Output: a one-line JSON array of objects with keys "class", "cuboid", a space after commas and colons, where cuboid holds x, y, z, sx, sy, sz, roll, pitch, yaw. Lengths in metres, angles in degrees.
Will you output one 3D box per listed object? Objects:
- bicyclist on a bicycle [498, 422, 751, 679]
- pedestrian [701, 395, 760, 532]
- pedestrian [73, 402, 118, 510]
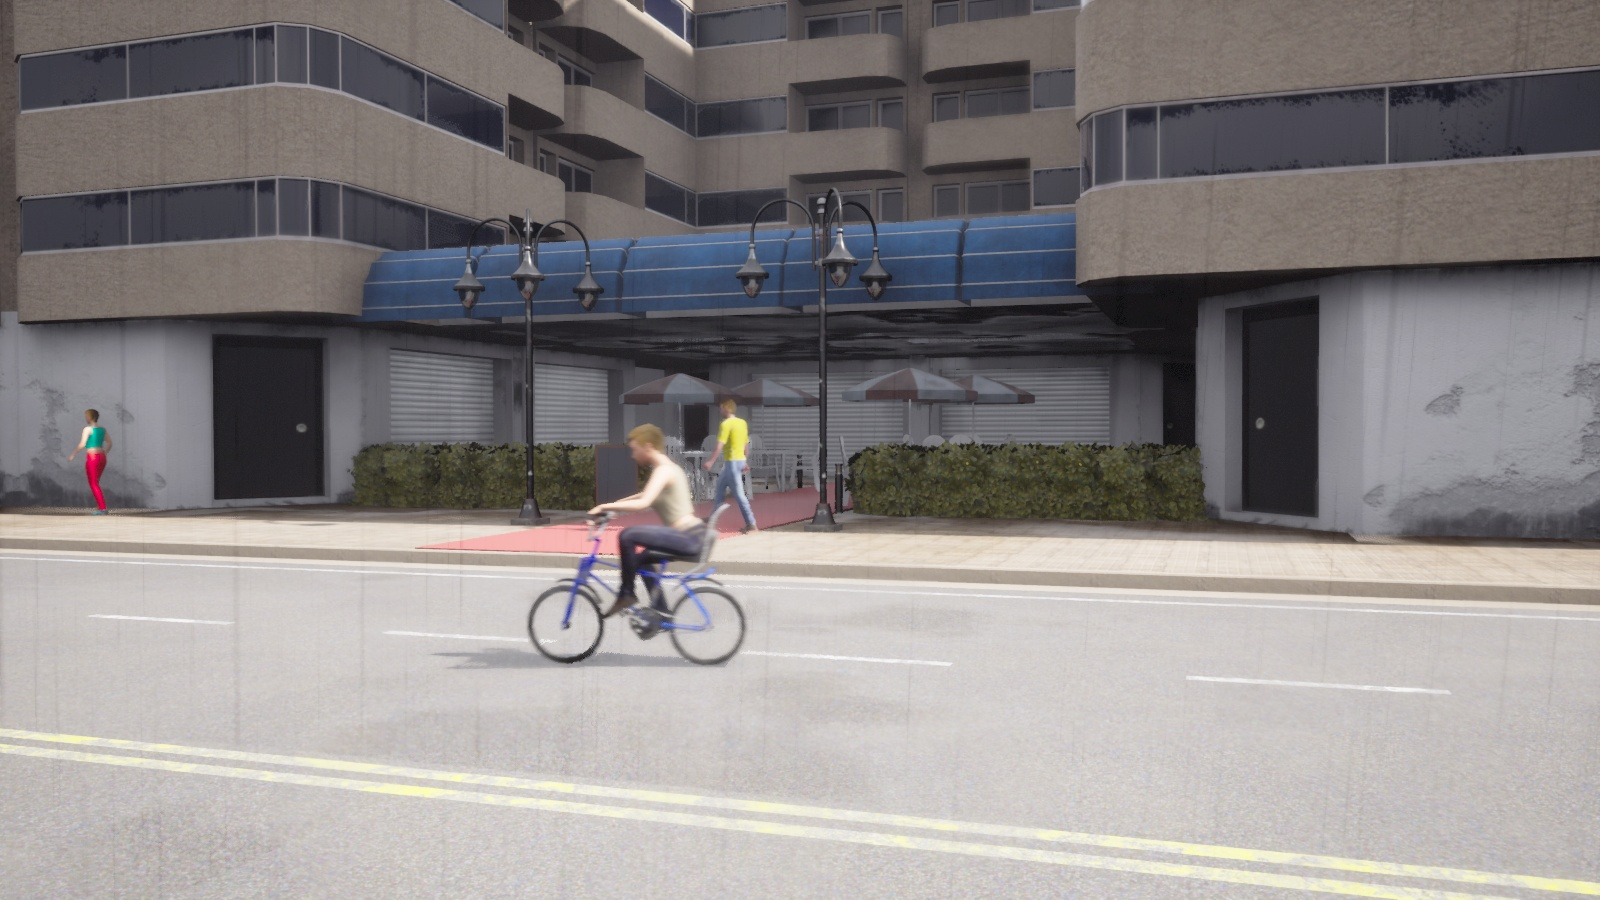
[{"class": "bicyclist on a bicycle", "cuboid": [-1.136, 0.625, 8.376, 1.509, 1.612, 0.866, 0, 1, 5]}, {"class": "pedestrian", "cuboid": [-0.949, 0.173, 17.126, 0.706, 1.836, 0.354, 1, 1, 25]}, {"class": "pedestrian", "cuboid": [-12.024, 0.097, 21.426, 0.594, 1.836, 0.345, 1, 1, 18]}]
